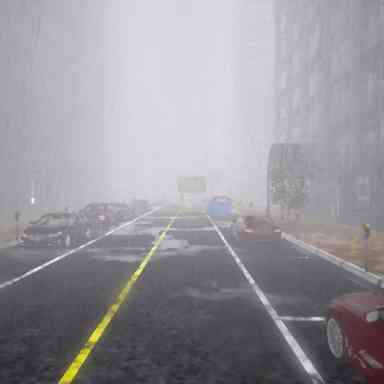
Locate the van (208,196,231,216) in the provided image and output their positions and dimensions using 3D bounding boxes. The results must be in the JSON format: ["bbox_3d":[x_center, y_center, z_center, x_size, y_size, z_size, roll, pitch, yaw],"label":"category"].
[{"bbox_3d":[2.690,1.307,31.467,1.690,1.788,3.998,0,0,0],"label":"van"}]

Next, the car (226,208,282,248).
[{"bbox_3d":[2.690,1.573,14.391,1.802,1.307,4.206,0,0,0],"label":"car"}]

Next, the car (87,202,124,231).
[{"bbox_3d":[-5.691,1.424,20.086,1.967,1.590,4.097,0,0,0],"label":"car"}]

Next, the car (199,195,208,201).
[{"bbox_3d":[2.691,1.434,77.007,2.008,1.369,4.403,0,0,0],"label":"car"}]

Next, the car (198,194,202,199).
[{"bbox_3d":[2.691,1.449,71.314,2.008,1.369,4.403,0,0,0],"label":"car"}]

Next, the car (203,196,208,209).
[{"bbox_3d":[2.690,1.530,42.852,1.802,1.307,4.206,0,0,0],"label":"car"}]

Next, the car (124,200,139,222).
[{"bbox_3d":[-5.691,1.525,25.778,2.008,1.369,4.403,0,0,0],"label":"car"}]

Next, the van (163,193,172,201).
[{"bbox_3d":[-5.689,1.224,77.010,1.690,1.788,3.998,0,0,0],"label":"van"}]

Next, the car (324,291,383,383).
[{"bbox_3d":[2.689,1.581,3.003,1.802,1.307,4.206,0,0,0],"label":"car"}]

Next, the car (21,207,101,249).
[{"bbox_3d":[-5.691,1.542,14.393,2.008,1.369,4.403,0,0,0],"label":"car"}]

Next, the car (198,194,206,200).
[{"bbox_3d":[2.692,1.289,88.391,1.967,1.590,4.097,0,0,0],"label":"car"}]

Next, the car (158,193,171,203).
[{"bbox_3d":[-5.690,1.461,65.625,2.008,1.369,4.403,0,0,0],"label":"car"}]

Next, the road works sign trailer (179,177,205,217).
[{"bbox_3d":[0.000,0.432,30.485,2.380,3.560,2.880,0,0,0],"label":"road works sign trailer"}]

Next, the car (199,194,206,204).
[{"bbox_3d":[2.691,1.503,59.929,1.802,1.307,4.206,0,0,0],"label":"car"}]

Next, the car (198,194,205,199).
[{"bbox_3d":[2.691,1.271,94.083,1.967,1.590,4.097,0,0,0],"label":"car"}]

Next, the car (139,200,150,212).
[{"bbox_3d":[-5.691,1.539,37.162,1.802,1.307,4.206,0,0,0],"label":"car"}]

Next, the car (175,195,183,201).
[{"bbox_3d":[-3.000,1.444,76.605,1.895,1.301,4.718,0,0,0],"label":"car"}]
